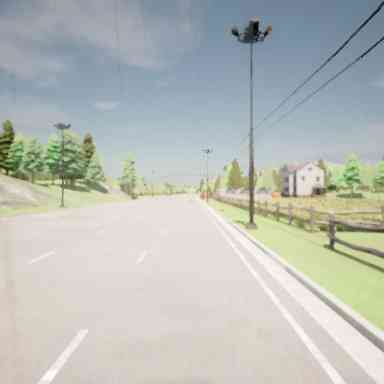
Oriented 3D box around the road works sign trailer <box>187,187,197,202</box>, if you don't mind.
[{"bbox_3d":[-0.016,0.676,81.704,2.380,3.560,2.880,0,0,0],"label":"road works sign trailer"}]
